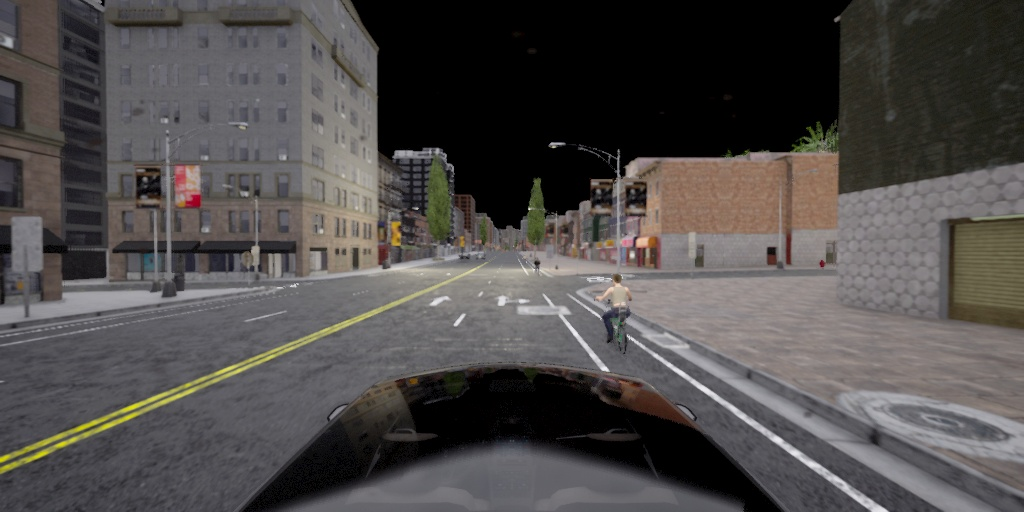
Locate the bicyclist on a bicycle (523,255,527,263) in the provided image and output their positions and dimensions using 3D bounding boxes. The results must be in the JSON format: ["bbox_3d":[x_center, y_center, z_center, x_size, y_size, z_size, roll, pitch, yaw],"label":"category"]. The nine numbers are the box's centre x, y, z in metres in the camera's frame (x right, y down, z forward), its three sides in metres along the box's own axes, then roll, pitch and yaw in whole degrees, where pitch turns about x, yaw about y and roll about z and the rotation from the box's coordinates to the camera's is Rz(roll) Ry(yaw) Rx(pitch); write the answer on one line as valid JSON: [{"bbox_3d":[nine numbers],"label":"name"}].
[{"bbox_3d":[2.268,0.613,62.925,0.866,1.612,1.509,0,1,0],"label":"bicyclist on a bicycle"}]

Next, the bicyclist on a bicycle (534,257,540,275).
[{"bbox_3d":[2.275,1.009,32.708,0.659,1.776,1.843,2,-2,0],"label":"bicyclist on a bicycle"}]

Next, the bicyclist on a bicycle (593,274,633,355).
[{"bbox_3d":[2.231,1.182,7.717,0.866,1.612,1.509,0,0,0],"label":"bicyclist on a bicycle"}]
